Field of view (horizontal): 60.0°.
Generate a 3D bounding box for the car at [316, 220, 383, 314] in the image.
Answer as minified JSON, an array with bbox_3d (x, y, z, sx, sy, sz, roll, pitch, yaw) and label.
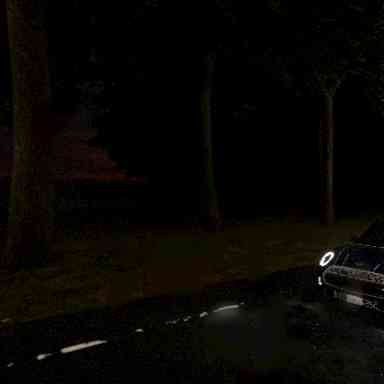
[{"bbox_3d":[4.823,1.411,7.445,4.553,1.767,2.097,0,0,-36],"label":"car"}]
